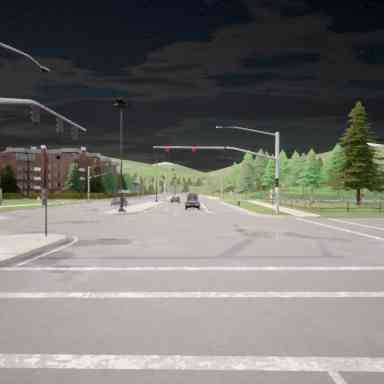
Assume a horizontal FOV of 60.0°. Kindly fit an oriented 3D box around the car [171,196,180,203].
[{"bbox_3d":[-3.412,1.491,68.922,2.128,1.511,4.902,0,0,0],"label":"car"}]

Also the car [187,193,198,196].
[{"bbox_3d":[0.088,1.221,68.949,2.150,2.045,5.566,0,0,0],"label":"car"}]

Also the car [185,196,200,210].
[{"bbox_3d":[0.055,1.601,43.513,1.895,1.301,4.718,0,0,0],"label":"car"}]

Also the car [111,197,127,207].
[{"bbox_3d":[-11.510,1.525,52.559,1.812,1.442,4.674,0,0,0],"label":"car"}]
